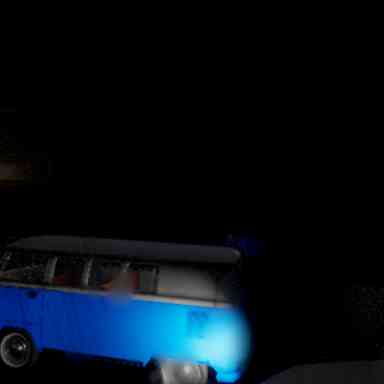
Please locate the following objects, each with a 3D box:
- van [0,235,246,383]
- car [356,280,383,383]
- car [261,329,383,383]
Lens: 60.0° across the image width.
[{"bbox_3d":[-1.105,1.613,4.976,3.998,1.788,1.690,2,-3,12],"label":"van"},{"bbox_3d":[4.426,2.036,3.827,4.206,1.307,1.802,2,-3,12],"label":"car"},{"bbox_3d":[2.757,1.806,2.181,4.674,1.442,1.812,2,-3,12],"label":"car"}]
